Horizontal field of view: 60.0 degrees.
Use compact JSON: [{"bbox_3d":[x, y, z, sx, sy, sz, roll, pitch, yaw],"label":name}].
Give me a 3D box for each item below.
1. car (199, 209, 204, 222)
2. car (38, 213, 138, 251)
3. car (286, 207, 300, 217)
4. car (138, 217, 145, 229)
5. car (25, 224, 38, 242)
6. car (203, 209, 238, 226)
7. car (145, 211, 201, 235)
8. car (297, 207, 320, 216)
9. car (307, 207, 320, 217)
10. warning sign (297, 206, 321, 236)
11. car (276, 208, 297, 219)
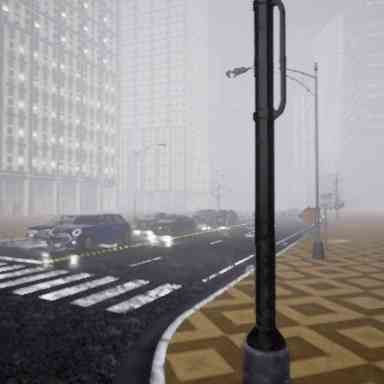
[{"bbox_3d":[1.532,2.710,38.004,1.882,1.535,5.008,-1,-2,26],"label":"car"},{"bbox_3d":[-5.108,1.886,17.069,2.097,1.767,4.553,-1,-2,26],"label":"car"},{"bbox_3d":[17.221,3.379,56.561,1.812,1.442,4.674,-1,-2,23],"label":"car"},{"bbox_3d":[-2.996,2.485,28.739,1.994,1.385,4.181,-1,-2,27],"label":"car"},{"bbox_3d":[-7.433,2.109,19.757,2.128,1.511,4.902,-1,-2,26],"label":"car"},{"bbox_3d":[3.247,2.613,34.107,1.837,1.490,4.892,-1,-2,26],"label":"car"},{"bbox_3d":[-1.319,2.360,24.796,1.994,1.385,4.181,-1,-2,27],"label":"car"},{"bbox_3d":[16.086,3.052,45.666,2.033,1.411,5.357,-1,-2,23],"label":"car"},{"bbox_3d":[20.170,3.290,55.193,1.882,1.535,5.008,-1,-2,22],"label":"car"},{"bbox_3d":[7.488,1.813,21.296,1.300,1.860,1.060,0,-2,26],"label":"warning sign"},{"bbox_3d":[13.301,3.157,47.400,1.895,1.301,4.718,-1,-2,24],"label":"car"}]
